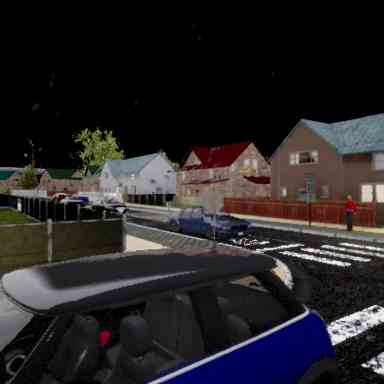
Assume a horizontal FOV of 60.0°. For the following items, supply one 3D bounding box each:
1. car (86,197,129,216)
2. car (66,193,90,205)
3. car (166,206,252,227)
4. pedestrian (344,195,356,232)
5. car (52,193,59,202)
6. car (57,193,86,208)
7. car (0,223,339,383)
[{"bbox_3d":[-6.914,1.227,28.034,2.128,1.511,4.902,0,1,-34],"label":"car"},{"bbox_3d":[-16.135,0.986,46.929,1.882,1.535,5.008,0,1,-34],"label":"car"},{"bbox_3d":[0.663,1.420,16.832,2.033,1.411,5.357,0,1,-34],"label":"car"},{"bbox_3d":[7.874,1.046,16.636,0.375,1.860,0.375,1,0,-34],"label":"pedestrian"},{"bbox_3d":[-21.900,0.875,55.435,1.882,1.535,5.008,0,1,-34],"label":"car"},{"bbox_3d":[-13.647,1.171,38.016,1.994,1.385,4.181,0,1,-34],"label":"car"},{"bbox_3d":[-0.889,1.352,2.445,4.553,1.767,2.097,0,0,-39],"label":"car"}]
